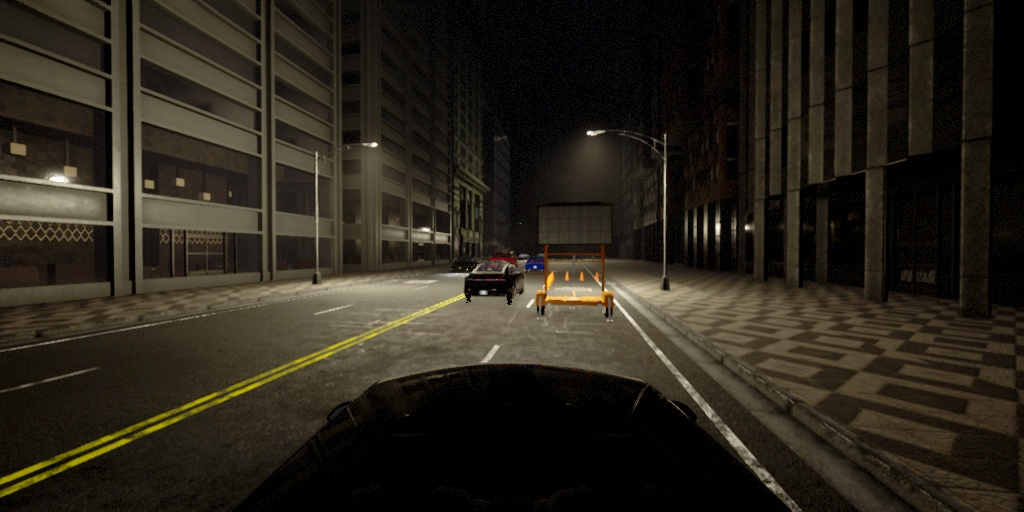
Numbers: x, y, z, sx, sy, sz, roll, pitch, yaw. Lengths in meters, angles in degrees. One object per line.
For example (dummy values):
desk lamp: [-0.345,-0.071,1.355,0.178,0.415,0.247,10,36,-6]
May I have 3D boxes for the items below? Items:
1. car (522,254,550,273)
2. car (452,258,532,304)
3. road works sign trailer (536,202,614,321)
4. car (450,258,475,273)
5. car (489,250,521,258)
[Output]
car: [2.390,0.763,33.122,1.882,1.535,5.008,0,1,9]
car: [-0.601,1.032,15.097,2.128,1.511,4.902,0,1,9]
road works sign trailer: [2.037,0.054,11.776,2.380,3.560,2.880,0,0,9]
car: [-4.307,0.843,33.614,1.994,1.385,4.181,0,1,9]
car: [-0.840,0.485,34.641,2.150,2.045,5.566,0,1,9]
